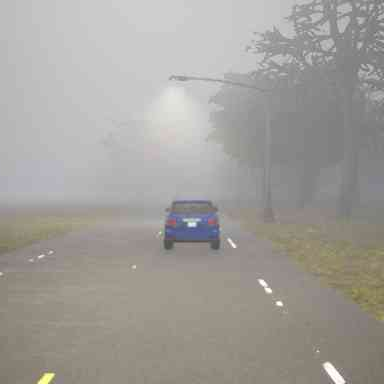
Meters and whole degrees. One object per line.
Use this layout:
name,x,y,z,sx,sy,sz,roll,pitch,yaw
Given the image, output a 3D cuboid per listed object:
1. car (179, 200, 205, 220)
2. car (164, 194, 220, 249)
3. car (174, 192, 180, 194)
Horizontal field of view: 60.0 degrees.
car,0.000,1.528,29.649,2.033,1.411,5.357,0,0,0
car,0.000,1.259,14.682,2.150,2.045,5.566,0,0,0
car,-3.500,0.794,75.969,1.994,1.385,4.181,0,1,0
